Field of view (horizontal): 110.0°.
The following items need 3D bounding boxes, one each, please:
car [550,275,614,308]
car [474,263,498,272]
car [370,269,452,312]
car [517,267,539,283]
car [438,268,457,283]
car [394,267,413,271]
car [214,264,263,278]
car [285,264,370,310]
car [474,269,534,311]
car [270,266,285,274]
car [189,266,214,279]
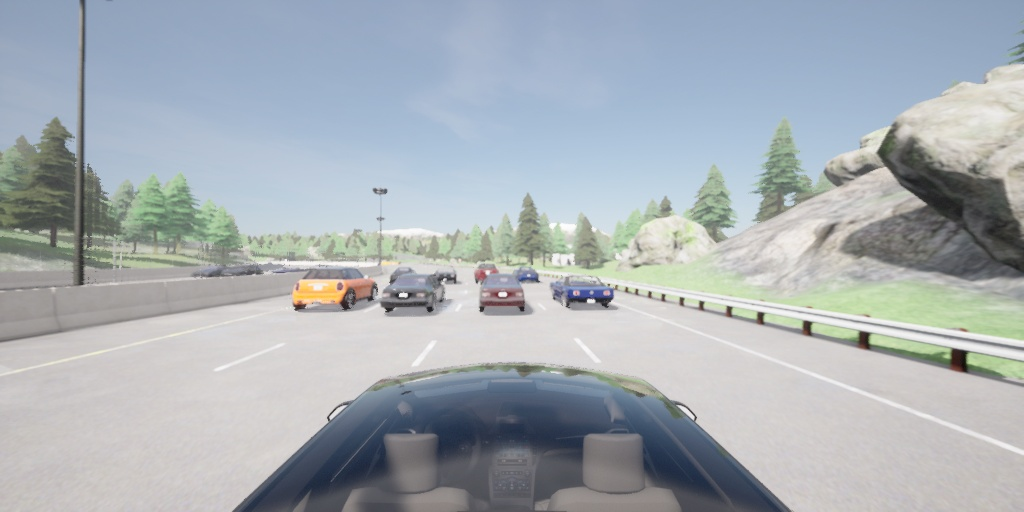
[{"bbox_3d":[2.954,1.509,16.283,1.895,1.301,4.718,0,-1,-4],"label":"car"},{"bbox_3d":[-2.320,1.434,32.055,2.097,1.767,4.553,0,-1,-8],"label":"car"},{"bbox_3d":[-3.978,1.446,15.102,2.033,1.411,5.357,0,-1,-4],"label":"car"},{"bbox_3d":[1.140,1.652,32.580,1.994,1.385,4.181,0,-1,-9],"label":"car"},{"bbox_3d":[-5.757,1.678,31.399,1.895,1.301,4.718,0,-1,-8],"label":"car"},{"bbox_3d":[-9.232,1.639,30.964,1.994,1.385,4.181,0,-1,-8],"label":"car"},{"bbox_3d":[-28.051,1.655,37.419,1.837,1.490,4.892,1,0,-6],"label":"car"},{"bbox_3d":[-7.542,1.259,15.784,2.097,1.767,4.553,0,-1,-4],"label":"car"},{"bbox_3d":[-0.485,1.447,15.322,2.033,1.411,5.357,0,-1,-4],"label":"car"},{"bbox_3d":[-24.460,1.771,39.154,1.895,1.301,4.718,0,-1,-10],"label":"car"},{"bbox_3d":[-31.108,1.705,37.755,2.033,1.411,5.357,0,-1,-9],"label":"car"}]
